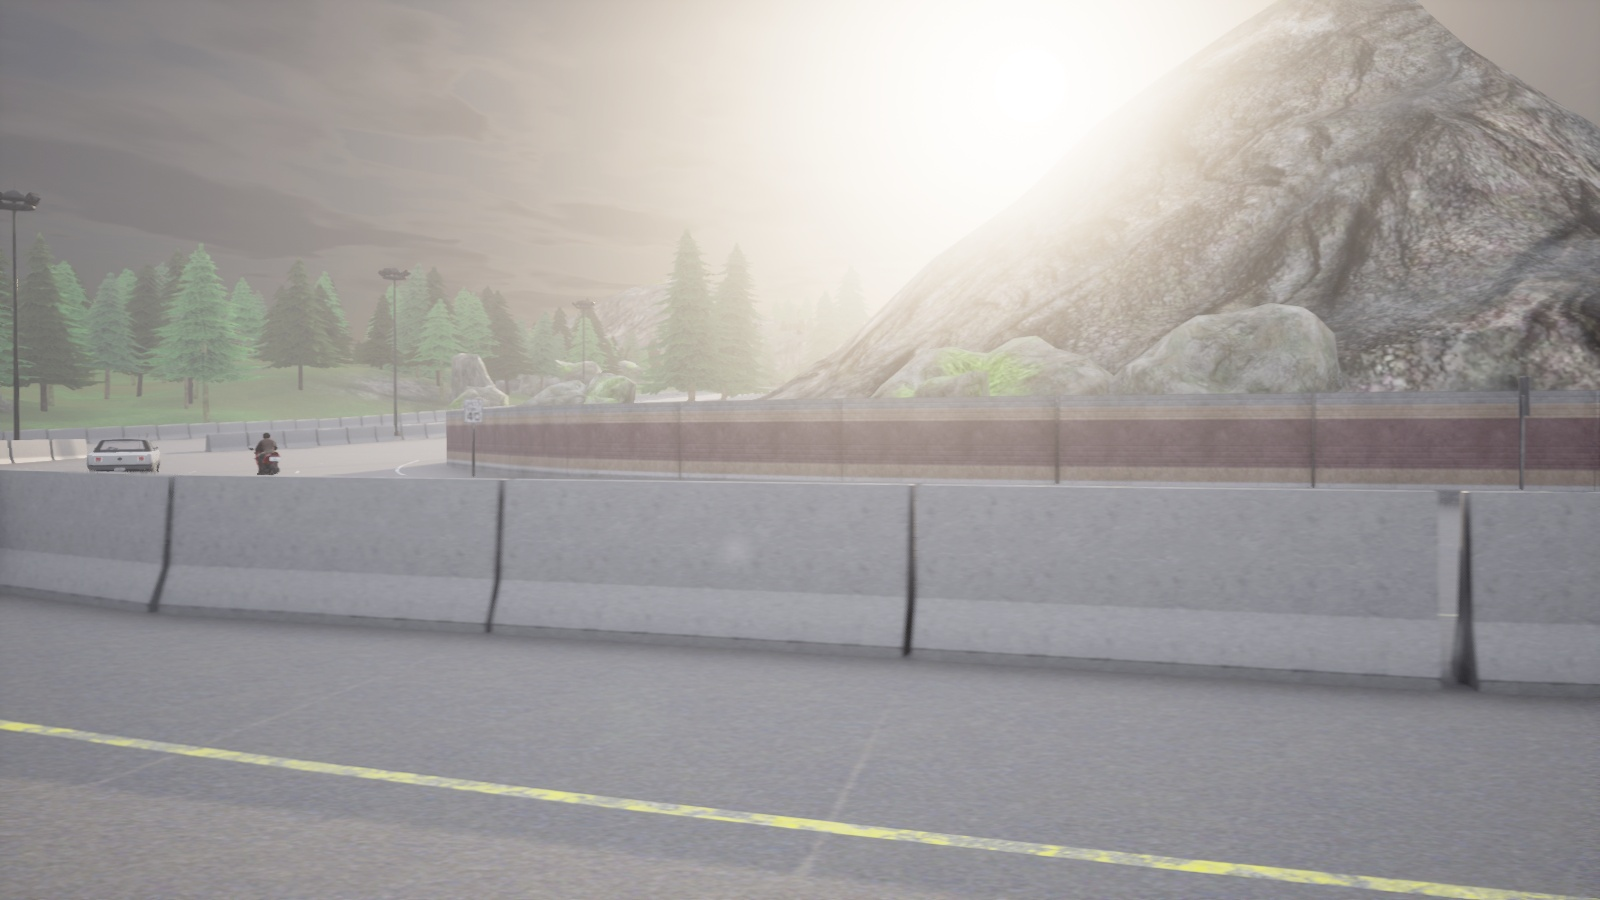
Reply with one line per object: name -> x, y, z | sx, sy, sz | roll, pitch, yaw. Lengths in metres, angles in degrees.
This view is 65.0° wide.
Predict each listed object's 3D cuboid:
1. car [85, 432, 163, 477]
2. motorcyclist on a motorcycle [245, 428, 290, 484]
car -> -22.475, 0.101, 41.916 | 1.895, 1.301, 4.718 | 0, 2, -23
motorcyclist on a motorcycle -> -15.089, 0.153, 35.546 | 0.797, 1.523, 2.044 | 0, 0, -34
